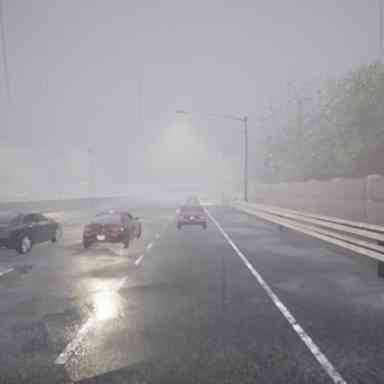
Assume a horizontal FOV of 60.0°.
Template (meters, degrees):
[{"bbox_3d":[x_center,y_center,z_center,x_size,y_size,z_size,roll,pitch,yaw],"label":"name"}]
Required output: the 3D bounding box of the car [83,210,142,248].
[{"bbox_3d":[-3.401,1.534,14.731,1.812,1.442,4.674,0,0,0],"label":"car"}]

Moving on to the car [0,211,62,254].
[{"bbox_3d":[-6.899,1.512,13.410,1.837,1.490,4.892,0,0,0],"label":"car"}]

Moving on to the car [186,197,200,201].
[{"bbox_3d":[0.001,1.585,34.477,2.033,1.411,5.357,0,0,0],"label":"car"}]

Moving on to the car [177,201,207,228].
[{"bbox_3d":[0.001,1.564,22.128,2.033,1.411,5.357,0,0,0],"label":"car"}]

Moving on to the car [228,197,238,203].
[{"bbox_3d":[11.454,2.263,93.244,1.882,1.535,5.008,0,-1,26],"label":"car"}]
